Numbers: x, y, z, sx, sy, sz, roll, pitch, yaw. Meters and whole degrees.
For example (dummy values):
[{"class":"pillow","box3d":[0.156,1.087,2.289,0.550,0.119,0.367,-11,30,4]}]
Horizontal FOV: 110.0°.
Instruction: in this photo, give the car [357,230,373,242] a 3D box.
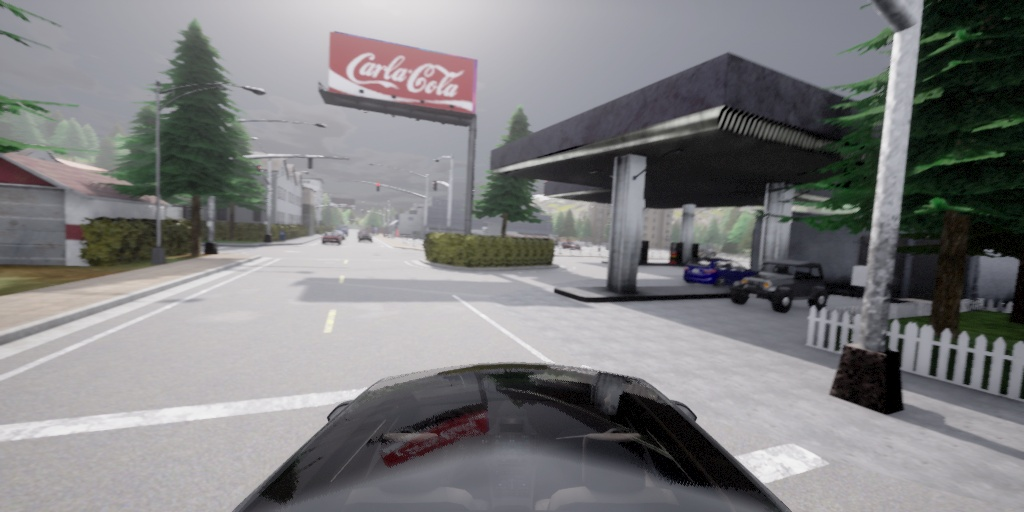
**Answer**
[{"class":"car","box3d":[-21.306,-2.709,52.026,1.895,1.301,4.718,2,4,-24]}]

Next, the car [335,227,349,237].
[{"class":"car","box3d":[-26.393,-3.183,54.557,2.033,1.411,5.357,2,4,-23]}]

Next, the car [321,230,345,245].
[{"class":"car","box3d":[-19.916,-1.917,39.667,1.895,1.301,4.718,2,4,-24]}]
